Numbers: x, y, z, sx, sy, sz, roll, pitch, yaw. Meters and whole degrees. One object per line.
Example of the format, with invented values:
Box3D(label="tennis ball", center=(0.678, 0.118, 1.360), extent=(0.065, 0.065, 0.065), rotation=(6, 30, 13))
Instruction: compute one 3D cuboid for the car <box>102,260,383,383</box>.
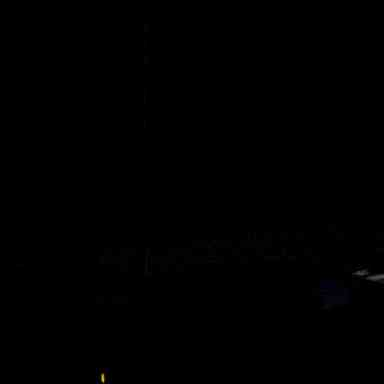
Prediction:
Box3D(label="car", center=(1.058, 1.635, 4.161), extent=(4.181, 1.385, 1.994), rotation=(0, -1, -37))
